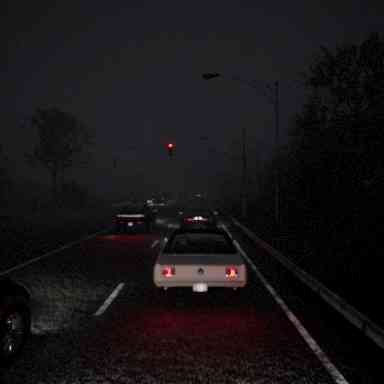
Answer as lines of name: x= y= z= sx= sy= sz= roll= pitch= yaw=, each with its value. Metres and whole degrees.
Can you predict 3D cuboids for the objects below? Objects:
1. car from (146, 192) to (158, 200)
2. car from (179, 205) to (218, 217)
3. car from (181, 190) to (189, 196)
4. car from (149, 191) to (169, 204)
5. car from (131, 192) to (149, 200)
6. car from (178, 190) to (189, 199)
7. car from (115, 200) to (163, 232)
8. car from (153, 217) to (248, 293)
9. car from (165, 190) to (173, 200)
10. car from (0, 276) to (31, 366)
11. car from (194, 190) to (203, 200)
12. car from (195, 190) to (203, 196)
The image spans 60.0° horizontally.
car: x=-8.962 y=0.967 z=75.263 sx=2.128 sy=1.511 sz=4.902 roll=0 pitch=2 yaw=1
car: x=0.333 y=1.469 z=17.984 sx=1.837 sy=1.490 sz=4.892 roll=0 pitch=0 yaw=1
car: x=-1.686 y=0.237 z=86.968 sx=1.895 sy=1.301 sz=4.718 roll=0 pitch=3 yaw=1
car: x=-5.875 y=1.233 z=59.646 sx=2.097 sy=1.767 sz=4.553 roll=0 pitch=0 yaw=2
car: x=-9.368 y=1.100 z=59.803 sx=2.150 sy=2.045 sz=5.566 roll=0 pitch=0 yaw=2
car: x=-1.930 y=0.585 z=76.535 sx=2.150 sy=2.045 sz=5.566 roll=0 pitch=3 yaw=1
car: x=-3.172 y=1.450 z=19.576 sx=2.128 sy=1.511 sz=4.902 roll=0 pitch=0 yaw=0
car: x=0.185 y=1.583 z=8.731 sx=1.895 sy=1.301 sz=4.718 roll=0 pitch=0 yaw=1
car: x=-5.468 y=0.679 z=74.953 sx=2.150 sy=2.045 sz=5.566 roll=0 pitch=2 yaw=1
car: x=-3.365 y=1.345 z=2.944 sx=2.097 sy=1.767 sz=4.553 roll=0 pitch=0 yaw=0
car: x=1.569 y=0.887 z=76.439 sx=2.128 sy=1.511 sz=4.902 roll=0 pitch=3 yaw=1
car: x=1.812 y=0.196 z=86.855 sx=1.994 sy=1.385 sz=4.181 roll=0 pitch=3 yaw=1
